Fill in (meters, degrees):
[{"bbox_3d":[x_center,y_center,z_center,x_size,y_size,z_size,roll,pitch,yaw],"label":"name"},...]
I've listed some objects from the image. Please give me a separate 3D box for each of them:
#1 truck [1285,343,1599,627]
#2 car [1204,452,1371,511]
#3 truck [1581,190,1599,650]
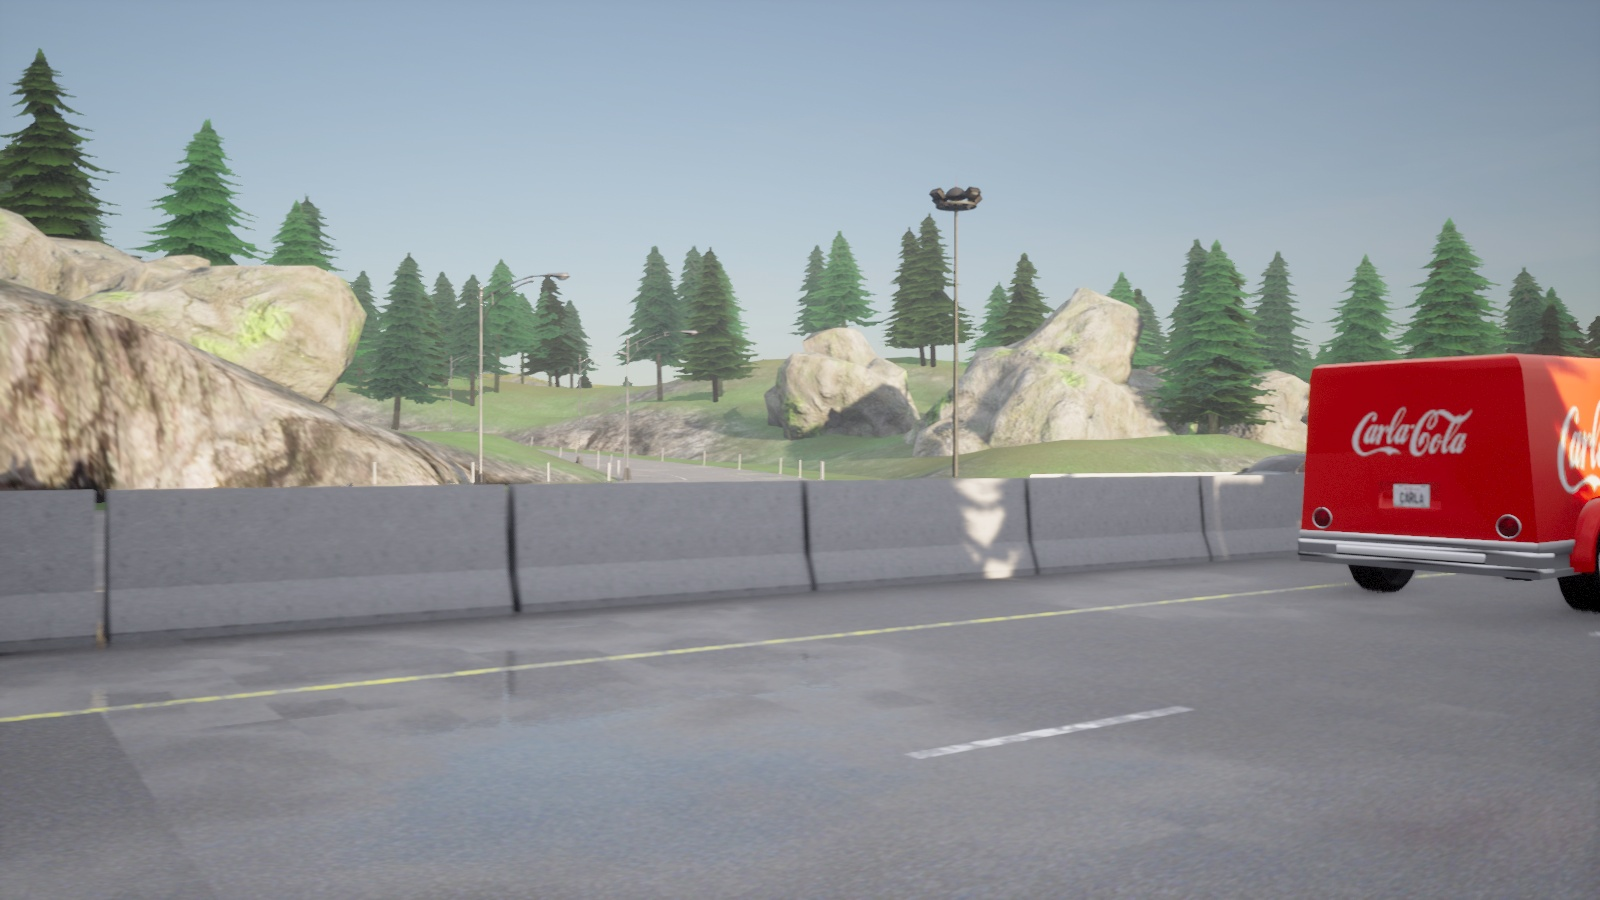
[{"bbox_3d":[7.927,0.283,13.442,5.204,2.467,2.627,-1,0,-35],"label":"truck"},{"bbox_3d":[13.340,0.807,34.264,4.892,1.490,1.837,0,0,-35],"label":"car"},{"bbox_3d":[10.042,-0.231,10.651,7.936,3.462,2.891,0,0,-35],"label":"truck"}]
